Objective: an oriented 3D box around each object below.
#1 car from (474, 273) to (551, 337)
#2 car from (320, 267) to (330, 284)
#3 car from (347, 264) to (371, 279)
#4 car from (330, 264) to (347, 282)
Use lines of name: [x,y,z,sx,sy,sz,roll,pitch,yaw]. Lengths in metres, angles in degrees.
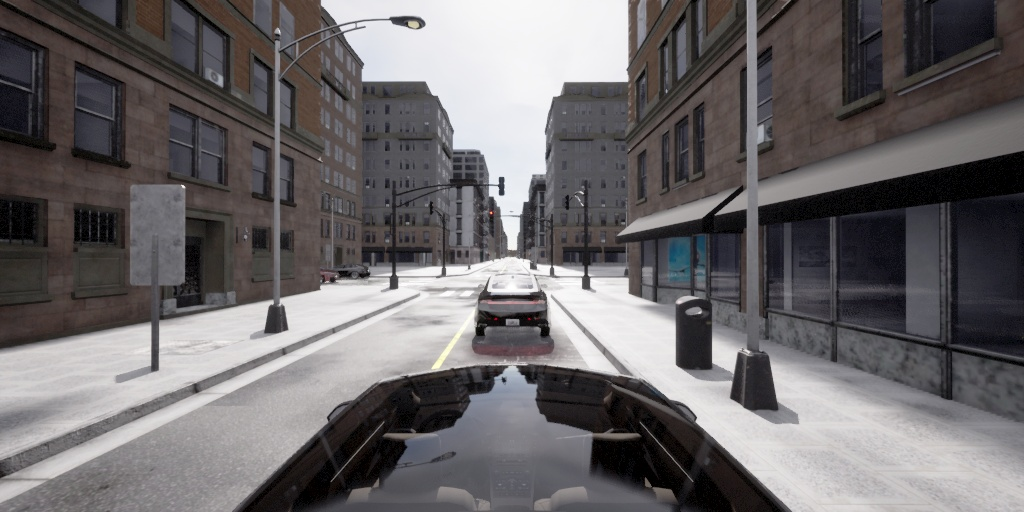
car: [0.022,1.242,10.302,2.128,1.511,4.902,0,0,0]
car: [-14.713,1.289,23.487,4.313,1.339,1.948,0,0,0]
car: [-14.686,1.330,31.513,4.313,1.339,1.948,0,0,0]
car: [-14.743,1.300,26.031,4.181,1.385,1.994,0,0,0]
